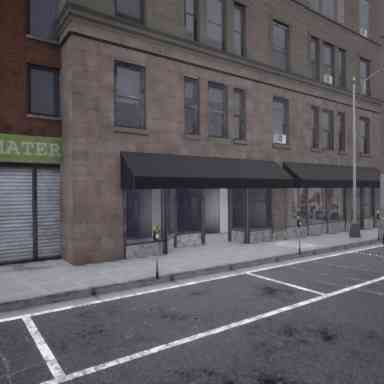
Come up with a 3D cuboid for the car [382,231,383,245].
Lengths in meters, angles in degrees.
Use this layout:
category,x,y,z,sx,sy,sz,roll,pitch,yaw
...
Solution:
category,x,y,z,sx,sy,sz,roll,pitch,yaw
car,9.281,1.539,13.197,4.507,1.381,1.887,0,-1,-36
